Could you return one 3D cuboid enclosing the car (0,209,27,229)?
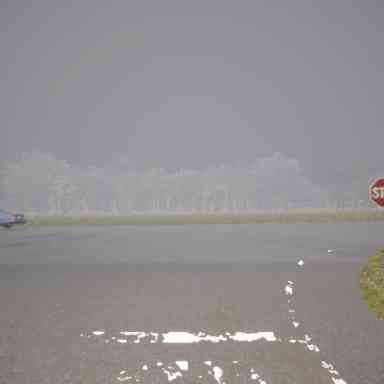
[{"bbox_3d":[-13.848,1.761,21.926,5.357,1.411,2.033,-1,-3,1],"label":"car"}]
